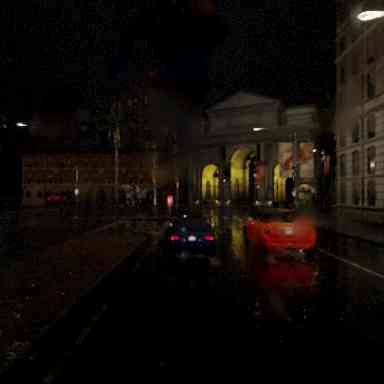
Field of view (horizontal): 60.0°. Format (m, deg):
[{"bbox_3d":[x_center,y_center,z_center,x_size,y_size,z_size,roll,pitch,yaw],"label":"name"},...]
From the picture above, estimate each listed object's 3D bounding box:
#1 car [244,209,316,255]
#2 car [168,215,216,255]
[{"bbox_3d":[3.505,1.484,14.087,2.097,1.767,4.553,0,-1,0],"label":"car"},{"bbox_3d":[0.004,1.680,13.992,2.033,1.411,5.357,0,-1,0],"label":"car"}]
